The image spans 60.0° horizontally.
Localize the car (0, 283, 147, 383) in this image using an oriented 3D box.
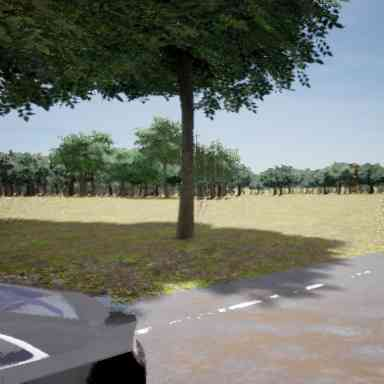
[{"bbox_3d":[-2.648,1.490,2.097,4.902,1.511,2.128,1,-1,-36],"label":"car"}]
